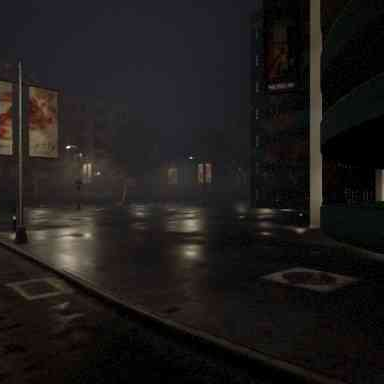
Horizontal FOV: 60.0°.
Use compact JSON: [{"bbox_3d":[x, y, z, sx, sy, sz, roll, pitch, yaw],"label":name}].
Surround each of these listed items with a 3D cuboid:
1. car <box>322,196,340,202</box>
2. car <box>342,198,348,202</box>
[{"bbox_3d":[15.593,1.320,39.958,4.674,1.452,2.002,0,0,-41],"label":"car"},{"bbox_3d":[22.136,1.413,51.046,4.786,1.482,2.161,0,0,-41],"label":"car"}]
